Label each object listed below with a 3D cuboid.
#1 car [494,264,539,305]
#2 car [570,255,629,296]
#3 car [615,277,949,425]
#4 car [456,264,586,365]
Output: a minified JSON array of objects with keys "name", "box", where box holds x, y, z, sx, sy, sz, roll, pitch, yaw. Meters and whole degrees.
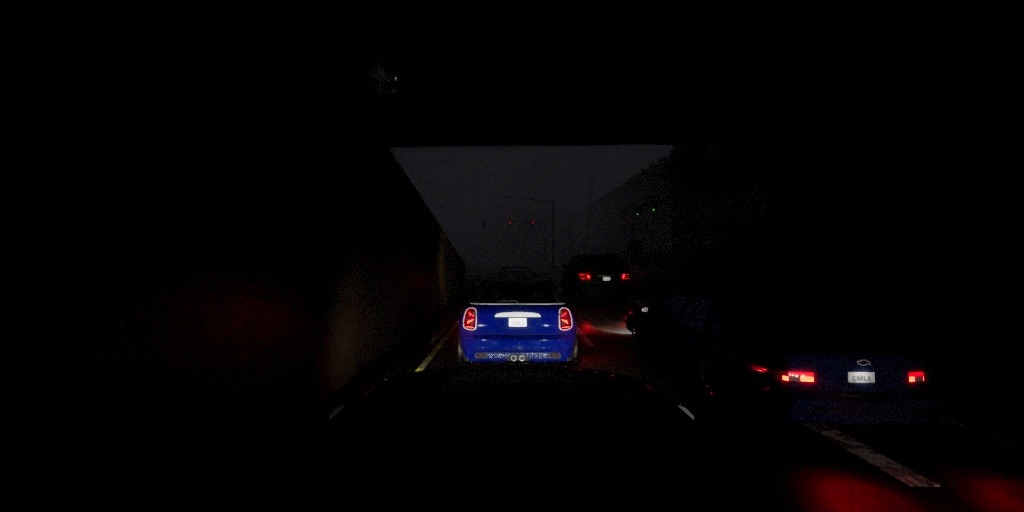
[{"name":"car","box":[0.133,1.228,17.262,1.882,1.535,5.008,0,0,-1]},{"name":"car","box":[3.646,0.971,16.454,2.150,2.045,5.566,0,0,0]},{"name":"car","box":[3.611,1.297,6.208,2.033,1.411,5.357,0,0,0]},{"name":"car","box":[0.107,1.102,7.979,2.097,1.767,4.553,0,0,0]}]
